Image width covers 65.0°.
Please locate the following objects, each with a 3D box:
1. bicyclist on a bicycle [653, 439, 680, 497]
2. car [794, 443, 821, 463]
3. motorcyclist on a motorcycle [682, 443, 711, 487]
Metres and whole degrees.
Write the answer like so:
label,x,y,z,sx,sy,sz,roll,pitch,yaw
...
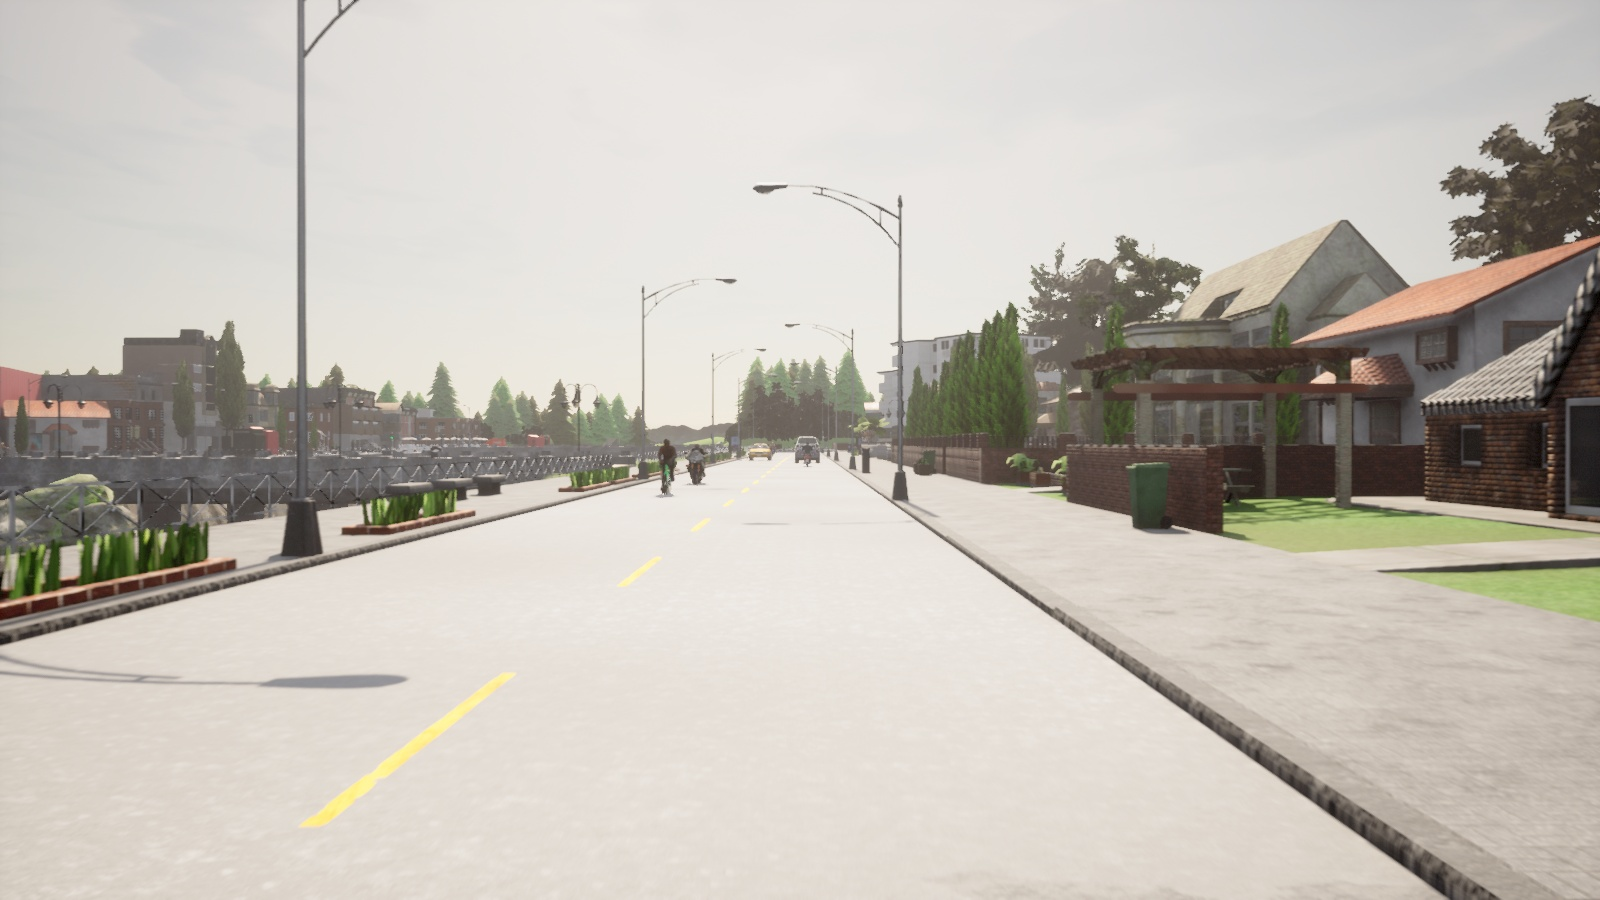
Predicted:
label,x,y,z,sx,sy,sz,roll,pitch,yaw
bicyclist on a bicycle,-3.780,0.496,35.596,0.582,1.620,1.656,0,1,0
car,0.561,0.178,94.815,1.970,1.475,3.806,0,0,0
motorcyclist on a motorcycle,-3.725,0.524,45.231,0.866,1.530,2.191,0,0,0
